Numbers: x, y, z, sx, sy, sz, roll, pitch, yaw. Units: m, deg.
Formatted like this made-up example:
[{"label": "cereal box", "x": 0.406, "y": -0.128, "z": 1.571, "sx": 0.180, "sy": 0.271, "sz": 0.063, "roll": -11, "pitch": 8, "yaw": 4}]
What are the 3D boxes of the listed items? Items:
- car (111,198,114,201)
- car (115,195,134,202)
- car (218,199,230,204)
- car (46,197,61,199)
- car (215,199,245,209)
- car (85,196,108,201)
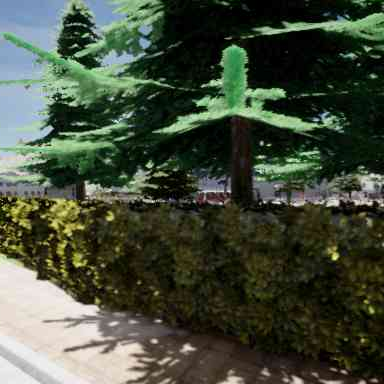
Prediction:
[{"label": "car", "x": -17.143, "y": 1.673, "z": 79.042, "sx": 3.866, "sy": 1.878, "sz": 1.905, "roll": 0, "pitch": 0, "yaw": -39}, {"label": "car", "x": -11.198, "y": 1.823, "z": 60.111, "sx": 3.806, "sy": 1.475, "sz": 1.970, "roll": 0, "pitch": 0, "yaw": -39}, {"label": "car", "x": 6.148, "y": 1.752, "z": 47.780, "sx": 4.674, "sy": 1.442, "sz": 1.812, "roll": 0, "pitch": 0, "yaw": -39}, {"label": "car", "x": -27.268, "y": 1.903, "z": 62.643, "sx": 3.633, "sy": 1.501, "sz": 1.845, "roll": 0, "pitch": 0, "yaw": -39}, {"label": "car", "x": 5.964, "y": 1.778, "z": 52.169, "sx": 4.674, "sy": 1.442, "sz": 1.812, "roll": 0, "pitch": -1, "yaw": -39}, {"label": "car", "x": -25.114, "y": 1.873, "z": 89.048, "sx": 5.027, "sy": 1.636, "sz": 2.152, "roll": 0, "pitch": 0, "yaw": -39}]
